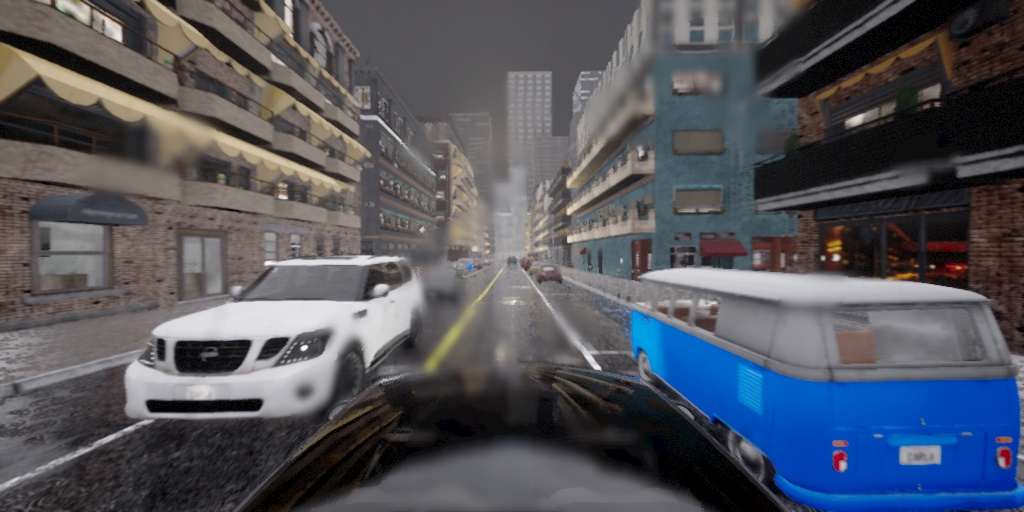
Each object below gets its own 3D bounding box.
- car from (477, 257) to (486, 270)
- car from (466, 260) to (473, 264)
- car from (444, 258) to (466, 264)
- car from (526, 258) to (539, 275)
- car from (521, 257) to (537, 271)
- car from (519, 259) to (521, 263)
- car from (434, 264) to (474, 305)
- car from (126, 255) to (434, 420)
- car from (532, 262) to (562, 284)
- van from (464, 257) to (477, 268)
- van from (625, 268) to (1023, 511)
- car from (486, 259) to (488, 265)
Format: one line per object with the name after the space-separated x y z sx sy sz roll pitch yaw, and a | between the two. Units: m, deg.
-5.650 1.148 54.652 2.192 1.841 5.009 0 0 0 | car
-5.636 1.374 37.846 2.007 1.370 4.403 0 0 0 | car
-5.639 1.260 32.244 1.967 1.591 4.097 0 0 0 | car
2.712 1.269 37.983 1.751 1.417 4.829 0 0 0 | car
2.717 1.064 49.017 2.192 1.841 5.009 0 0 0 | car
2.723 1.071 60.221 2.192 1.841 5.009 0 0 0 | car
-3.084 1.293 16.453 1.837 1.490 4.892 -1 0 0 | car
-3.111 1.004 6.326 2.150 2.045 5.566 -1 0 0 | car
2.706 1.319 26.609 1.802 1.307 4.207 0 0 0 | car
-5.633 1.167 43.448 1.690 1.789 3.998 0 0 0 | van
2.694 1.066 4.200 1.690 1.789 3.998 0 0 0 | van
-5.664 1.387 60.254 2.007 1.370 4.403 0 0 0 | car
